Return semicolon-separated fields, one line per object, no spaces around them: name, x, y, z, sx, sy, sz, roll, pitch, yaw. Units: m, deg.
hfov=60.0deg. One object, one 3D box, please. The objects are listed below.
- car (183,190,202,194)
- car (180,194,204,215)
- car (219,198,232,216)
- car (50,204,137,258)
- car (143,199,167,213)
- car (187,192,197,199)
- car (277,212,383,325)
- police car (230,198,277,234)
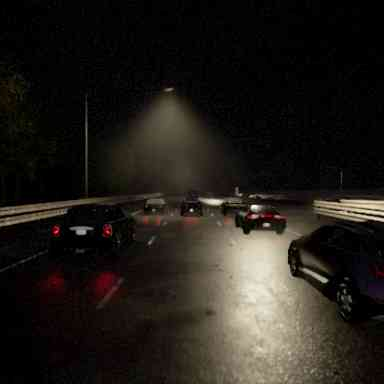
car;0.094;0.750;57.231;2.150;2.045;5.566;0;0;0
car;-0.030;1.225;30.208;1.837;1.490;4.892;0;1;0
car;3.500;1.222;28.978;2.128;1.511;4.902;0;1;0
car;-3.401;1.239;12.342;2.097;1.767;4.553;0;1;0
car;-3.402;1.306;31.799;1.895;1.301;4.718;0;0;0
car;0.002;0.797;77.373;2.097;1.767;4.553;0;0;0
car;3.501;1.368;6.978;2.033;1.649;4.856;0;1;0
police car;3.500;1.338;17.979;2.038;1.542;4.974;0;1;0
